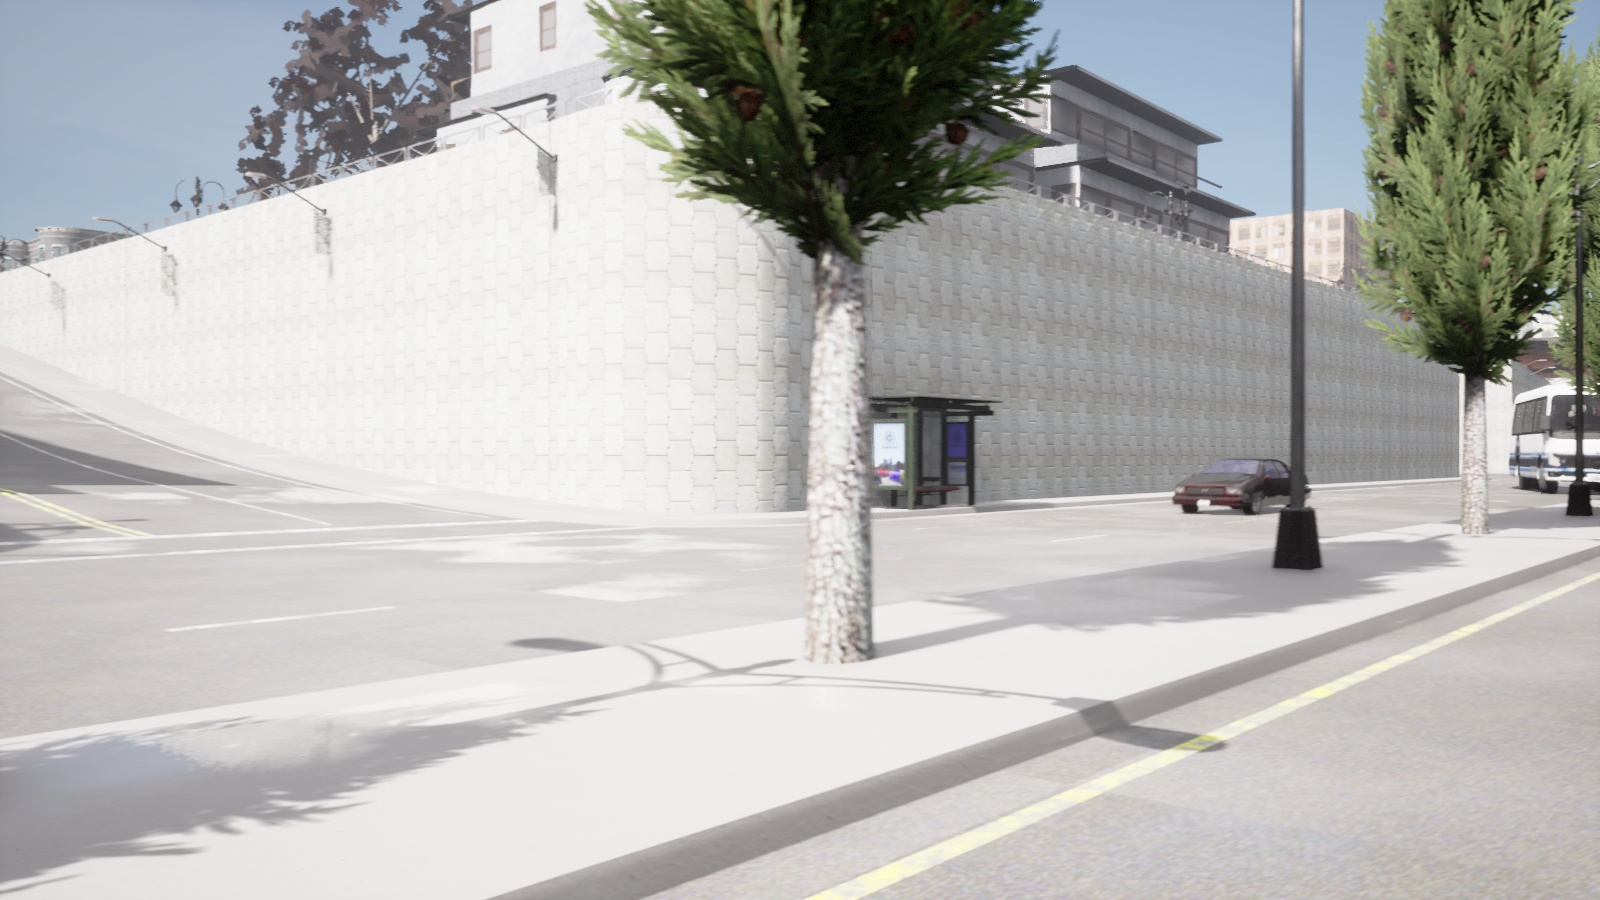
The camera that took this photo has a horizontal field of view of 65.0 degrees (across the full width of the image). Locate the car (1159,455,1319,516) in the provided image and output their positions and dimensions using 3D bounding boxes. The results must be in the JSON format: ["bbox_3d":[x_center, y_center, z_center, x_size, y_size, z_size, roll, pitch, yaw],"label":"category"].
[{"bbox_3d":[11.339,0.847,32.194,2.033,1.411,5.357,0,0,41],"label":"car"}]

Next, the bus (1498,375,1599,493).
[{"bbox_3d":[30.550,-0.574,49.706,3.944,4.253,10.273,1,0,23],"label":"bus"}]
